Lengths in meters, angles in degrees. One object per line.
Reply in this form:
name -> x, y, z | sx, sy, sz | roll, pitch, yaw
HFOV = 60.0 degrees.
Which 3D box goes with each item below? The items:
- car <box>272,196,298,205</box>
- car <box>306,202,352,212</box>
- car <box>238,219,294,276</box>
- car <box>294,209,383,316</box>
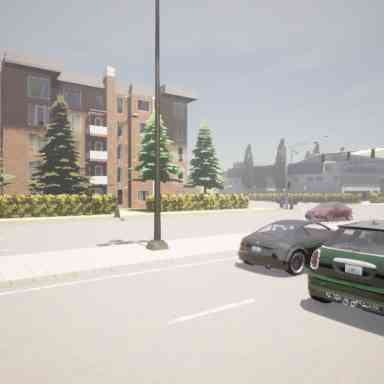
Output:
car -> 16.106, 1.506, 57.832 | 1.837, 1.490, 4.892 | -1, 1, -34
car -> 10.741, 1.525, 25.864 | 4.674, 1.442, 1.812 | 0, 0, -37
car -> 3.438, 1.564, 10.477 | 4.181, 1.385, 1.994 | 0, 0, -36
car -> 4.498, 1.352, 6.941 | 4.553, 1.767, 2.097 | 0, 0, -36
